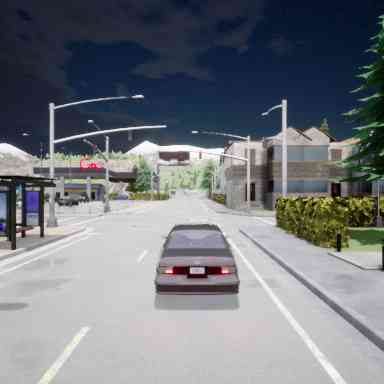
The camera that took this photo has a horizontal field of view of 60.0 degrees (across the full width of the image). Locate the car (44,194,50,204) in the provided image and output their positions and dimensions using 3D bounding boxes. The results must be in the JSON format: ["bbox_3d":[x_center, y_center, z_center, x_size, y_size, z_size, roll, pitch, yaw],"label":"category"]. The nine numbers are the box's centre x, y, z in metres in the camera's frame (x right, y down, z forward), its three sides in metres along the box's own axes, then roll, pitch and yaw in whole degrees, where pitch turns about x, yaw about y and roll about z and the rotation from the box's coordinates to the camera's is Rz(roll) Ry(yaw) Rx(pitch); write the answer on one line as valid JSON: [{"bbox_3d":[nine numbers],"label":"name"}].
[{"bbox_3d":[-25.884,1.289,61.061,1.932,1.855,4.605,0,0,0],"label":"car"}]

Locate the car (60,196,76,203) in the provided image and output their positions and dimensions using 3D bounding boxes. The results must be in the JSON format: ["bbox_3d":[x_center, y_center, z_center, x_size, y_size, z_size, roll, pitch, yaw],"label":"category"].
[{"bbox_3d":[-25.944,1.552,69.540,1.970,1.475,3.806,0,0,0],"label":"car"}]

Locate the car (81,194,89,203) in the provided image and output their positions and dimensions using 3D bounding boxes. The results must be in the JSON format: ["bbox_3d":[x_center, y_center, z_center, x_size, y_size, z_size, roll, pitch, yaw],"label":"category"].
[{"bbox_3d":[-22.618,1.268,68.937,1.905,1.878,3.866,0,0,0],"label":"car"}]

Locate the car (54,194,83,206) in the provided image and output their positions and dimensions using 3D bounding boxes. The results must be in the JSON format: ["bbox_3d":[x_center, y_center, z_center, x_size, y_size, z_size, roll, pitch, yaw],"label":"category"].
[{"bbox_3d":[-18.917,1.489,51.068,2.007,1.523,4.514,0,0,0],"label":"car"}]

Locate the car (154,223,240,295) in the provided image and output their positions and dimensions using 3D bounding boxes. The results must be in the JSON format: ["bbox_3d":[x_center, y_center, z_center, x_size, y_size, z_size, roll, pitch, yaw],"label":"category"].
[{"bbox_3d":[0.101,1.547,8.871,2.033,1.411,5.357,0,0,0],"label":"car"}]
